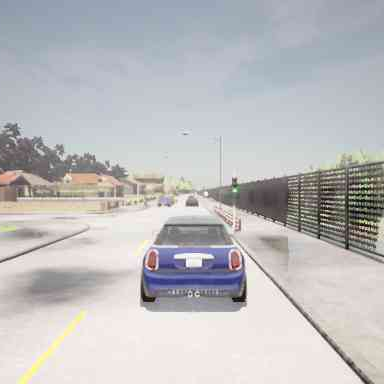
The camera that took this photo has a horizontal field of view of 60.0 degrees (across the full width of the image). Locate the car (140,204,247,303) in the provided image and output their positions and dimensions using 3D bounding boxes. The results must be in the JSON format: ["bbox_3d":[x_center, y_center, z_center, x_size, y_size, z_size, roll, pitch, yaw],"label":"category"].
[{"bbox_3d":[0.039,1.354,8.367,2.097,1.767,4.553,0,0,0],"label":"car"}]

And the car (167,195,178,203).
[{"bbox_3d":[-4.128,1.501,70.959,1.882,1.535,5.008,0,0,0],"label":"car"}]

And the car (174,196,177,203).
[{"bbox_3d":[-4.179,1.567,60.696,2.033,1.411,5.357,0,0,0],"label":"car"}]

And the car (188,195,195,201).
[{"bbox_3d":[-0.162,1.553,87.106,1.812,1.442,4.674,0,0,0],"label":"car"}]

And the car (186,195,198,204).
[{"bbox_3d":[0.001,1.582,54.324,1.994,1.385,4.181,0,0,0],"label":"car"}]

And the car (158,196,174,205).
[{"bbox_3d":[-4.179,1.542,50.928,1.812,1.442,4.674,0,0,0],"label":"car"}]
